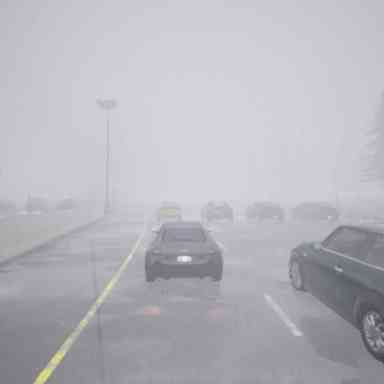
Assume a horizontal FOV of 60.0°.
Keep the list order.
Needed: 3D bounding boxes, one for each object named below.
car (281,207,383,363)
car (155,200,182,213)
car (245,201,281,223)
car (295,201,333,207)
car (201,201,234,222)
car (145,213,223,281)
[{"bbox_3d":[3.394,1.334,6.056,2.097,1.767,4.553,0,0,-2],"label":"car"},{"bbox_3d":[-1.965,1.429,27.286,1.882,1.535,5.008,0,0,-8],"label":"car"},{"bbox_3d":[5.390,1.447,25.055,1.837,1.490,4.892,0,0,-7],"label":"car"},{"bbox_3d":[8.956,1.441,24.692,1.837,1.490,4.892,0,0,-7],"label":"car"},{"bbox_3d":[1.824,1.439,25.346,2.128,1.511,4.902,0,0,-7],"label":"car"},{"bbox_3d":[-0.277,1.545,9.849,1.994,1.385,4.181,0,0,-3],"label":"car"}]
